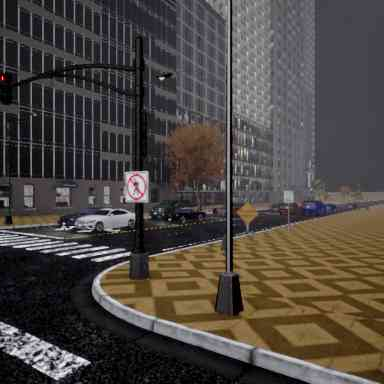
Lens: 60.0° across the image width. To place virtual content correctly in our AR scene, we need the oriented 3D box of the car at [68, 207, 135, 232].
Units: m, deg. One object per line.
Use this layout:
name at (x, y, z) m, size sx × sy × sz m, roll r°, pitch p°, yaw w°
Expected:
car at (-5.649, 1.827, 22.484) m, size 1.812 × 1.442 × 4.674 m, roll 0°, pitch -1°, yaw 33°

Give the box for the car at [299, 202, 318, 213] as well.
car at (19.194, 2.507, 54.728) m, size 1.882 × 1.535 × 5.008 m, roll 0°, pitch -1°, yaw 33°

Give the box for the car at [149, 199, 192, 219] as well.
car at (-1.994, 1.730, 34.092) m, size 2.150 × 2.045 × 5.566 m, roll 0°, pitch -1°, yaw 33°

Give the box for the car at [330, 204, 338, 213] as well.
car at (21.923, 2.558, 52.964) m, size 1.812 × 1.442 × 4.674 m, roll 0°, pitch -1°, yaw 33°

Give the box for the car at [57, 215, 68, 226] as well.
car at (-7.525, 1.873, 25.536) m, size 2.033 × 1.411 × 5.357 m, roll 0°, pitch -1°, yaw 33°

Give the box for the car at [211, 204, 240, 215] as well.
car at (4.500, 2.323, 44.122) m, size 1.895 × 1.301 × 4.718 m, roll 0°, pitch -1°, yaw 33°

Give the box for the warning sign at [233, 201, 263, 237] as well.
warning sign at (3.115, 1.454, 18.570) m, size 1.300 × 1.860 × 1.060 m, roll 1°, pitch 1°, yaw 33°

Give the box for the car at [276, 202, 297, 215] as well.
car at (13.848, 2.206, 46.362) m, size 2.097 × 1.767 × 4.553 m, roll 0°, pitch -1°, yaw 33°

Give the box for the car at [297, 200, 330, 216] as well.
car at (16.168, 2.066, 43.994) m, size 2.150 × 2.045 × 5.566 m, roll 0°, pitch -1°, yaw 35°

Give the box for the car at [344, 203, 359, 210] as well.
car at (31.516, 2.837, 65.715) m, size 1.812 × 1.442 × 4.674 m, roll 0°, pitch -1°, yaw 33°

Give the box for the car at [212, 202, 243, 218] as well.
car at (4.626, 1.993, 38.339) m, size 2.097 × 1.767 × 4.553 m, roll 0°, pitch -1°, yaw 33°

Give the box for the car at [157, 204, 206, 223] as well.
car at (-0.694, 2.066, 30.121) m, size 1.895 × 1.301 × 4.718 m, roll 0°, pitch -1°, yaw 33°

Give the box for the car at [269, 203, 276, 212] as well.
car at (13.649, 2.454, 52.139) m, size 1.837 × 1.490 × 4.892 m, roll 0°, pitch -1°, yaw 33°
